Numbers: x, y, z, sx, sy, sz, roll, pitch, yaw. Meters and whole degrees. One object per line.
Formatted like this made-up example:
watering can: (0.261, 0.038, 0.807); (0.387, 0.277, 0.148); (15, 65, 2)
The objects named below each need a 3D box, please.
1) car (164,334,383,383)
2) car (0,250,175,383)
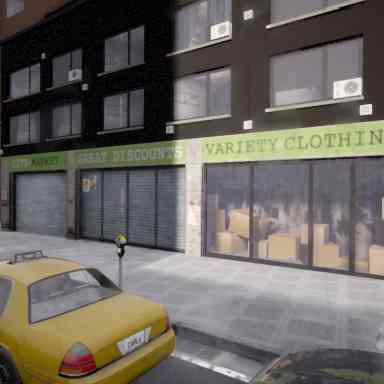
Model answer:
car: (2.239, 1.551, 1.527); (4.403, 1.369, 2.008); (0, 1, 35)
car: (-2.499, 1.524, 4.796); (4.829, 1.417, 1.752); (0, 1, 35)
